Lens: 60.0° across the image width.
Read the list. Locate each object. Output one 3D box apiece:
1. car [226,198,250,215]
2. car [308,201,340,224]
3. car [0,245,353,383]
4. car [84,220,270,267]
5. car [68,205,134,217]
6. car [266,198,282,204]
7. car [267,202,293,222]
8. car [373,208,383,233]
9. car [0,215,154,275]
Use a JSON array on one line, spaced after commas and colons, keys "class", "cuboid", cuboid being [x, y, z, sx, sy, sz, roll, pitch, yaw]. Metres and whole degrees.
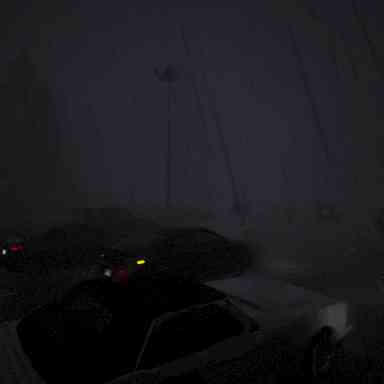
[{"class": "car", "cuboid": [5.284, 1.745, 37.518, 1.882, 1.535, 5.008, 1, 0, 2]}, {"class": "car", "cuboid": [10.701, 1.574, 27.218, 2.097, 1.767, 4.553, 0, -1, 16]}, {"class": "car", "cuboid": [-0.183, 1.625, 3.773, 4.718, 1.301, 1.895, 1, 0, -37]}, {"class": "car", "cuboid": [-0.136, 1.582, 8.733, 4.674, 1.442, 1.812, 1, 0, -44]}, {"class": "car", "cuboid": [-3.608, 1.435, 15.250, 2.097, 1.767, 4.553, 0, -1, 44]}, {"class": "car", "cuboid": [16.744, 2.040, 67.814, 1.812, 1.442, 4.674, 0, 0, -8]}, {"class": "car", "cuboid": [7.588, 1.819, 28.484, 1.895, 1.301, 4.718, 0, 0, 15]}, {"class": "car", "cuboid": [12.484, 1.666, 20.641, 1.882, 1.535, 5.008, 0, 0, 24]}, {"class": "car", "cuboid": [-3.567, 1.616, 10.364, 4.181, 1.385, 1.994, 1, 0, -41]}]
